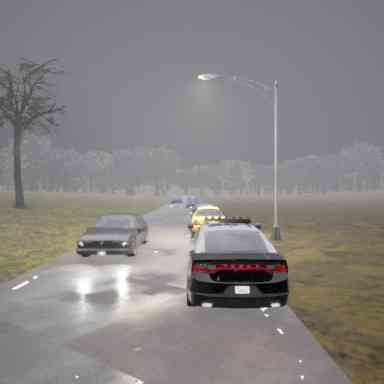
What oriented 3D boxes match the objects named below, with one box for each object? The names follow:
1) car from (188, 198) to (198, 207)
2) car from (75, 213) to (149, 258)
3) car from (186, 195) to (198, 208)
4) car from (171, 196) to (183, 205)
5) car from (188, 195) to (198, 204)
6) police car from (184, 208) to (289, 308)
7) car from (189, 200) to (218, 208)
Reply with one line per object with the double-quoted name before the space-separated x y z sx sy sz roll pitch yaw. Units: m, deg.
"car" 0.880 1.453 24.008 1.882 1.535 5.008 0 0 0
"car" -2.821 1.537 13.073 2.033 1.411 5.357 0 0 0
"car" 0.140 1.466 45.845 2.033 1.411 5.357 0 0 1
"car" -2.619 1.352 57.374 1.882 1.535 5.008 0 0 0
"car" 0.144 1.374 63.165 1.812 1.442 4.674 0 0 0
"police car" 0.843 1.420 8.117 1.930 1.638 5.238 0 0 0
"car" 0.867 1.439 18.197 1.801 1.575 5.366 0 0 0
